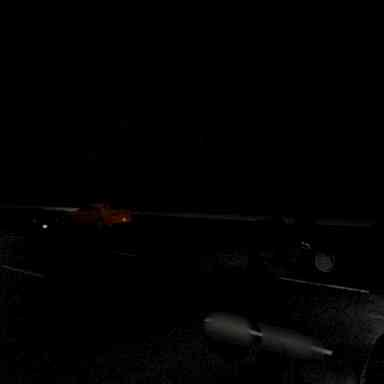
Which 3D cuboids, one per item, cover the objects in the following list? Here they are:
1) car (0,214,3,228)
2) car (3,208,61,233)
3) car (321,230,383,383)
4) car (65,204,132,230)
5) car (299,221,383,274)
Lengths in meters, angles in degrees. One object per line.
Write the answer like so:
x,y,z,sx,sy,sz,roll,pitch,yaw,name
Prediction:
-11.697,1.607,16.634,4.718,1.301,1.895,0,0,35,car
-9.926,1.607,19.669,4.718,1.301,1.895,0,0,35,car
3.300,1.351,1.640,4.553,1.767,2.097,0,0,36,car
-6.041,1.483,21.198,5.008,1.535,1.882,0,0,35,car
5.405,1.478,8.735,5.008,1.535,1.882,0,0,35,car
